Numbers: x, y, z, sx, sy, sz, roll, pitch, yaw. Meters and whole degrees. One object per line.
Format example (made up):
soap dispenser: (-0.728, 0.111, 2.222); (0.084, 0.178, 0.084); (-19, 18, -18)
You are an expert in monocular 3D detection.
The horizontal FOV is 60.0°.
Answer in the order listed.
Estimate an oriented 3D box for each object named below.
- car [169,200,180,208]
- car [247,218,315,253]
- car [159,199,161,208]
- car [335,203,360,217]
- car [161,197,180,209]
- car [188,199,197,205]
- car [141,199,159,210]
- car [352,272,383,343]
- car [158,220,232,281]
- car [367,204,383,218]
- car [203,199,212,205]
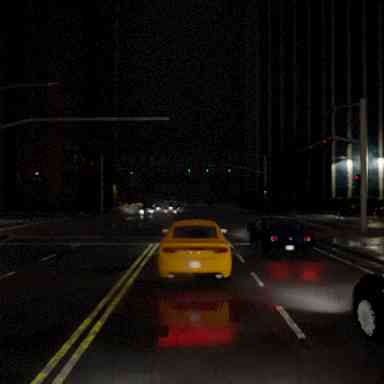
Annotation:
car: (-3.446, 2.343, 66.557); (1.994, 1.385, 4.181); (0, -1, 0)
car: (3.601, 1.771, 14.412); (1.895, 1.301, 4.718); (0, -1, 0)
car: (-6.978, 2.094, 63.437); (2.097, 1.767, 4.553); (0, -1, 1)
car: (18.956, 1.984, 37.104); (5.357, 1.411, 2.033); (0, -1, -1)
car: (-3.518, 1.891, 57.203); (2.150, 2.045, 5.566); (0, -1, 0)
car: (0.074, 2.284, 78.306); (1.994, 1.385, 4.181); (0, -1, 0)
car: (-7.036, 2.140, 54.249); (1.837, 1.490, 4.892); (0, -1, 0)
car: (3.603, 1.552, 3.676); (1.837, 1.490, 4.892); (0, 0, 0)
car: (0.085, 1.600, 10.324); (1.882, 1.535, 5.008); (0, -1, 0)
car: (20.878, 1.887, 33.625); (4.902, 1.511, 2.128); (0, -1, -1)
car: (3.573, 2.339, 77.762); (1.837, 1.490, 4.892); (0, -1, 0)
